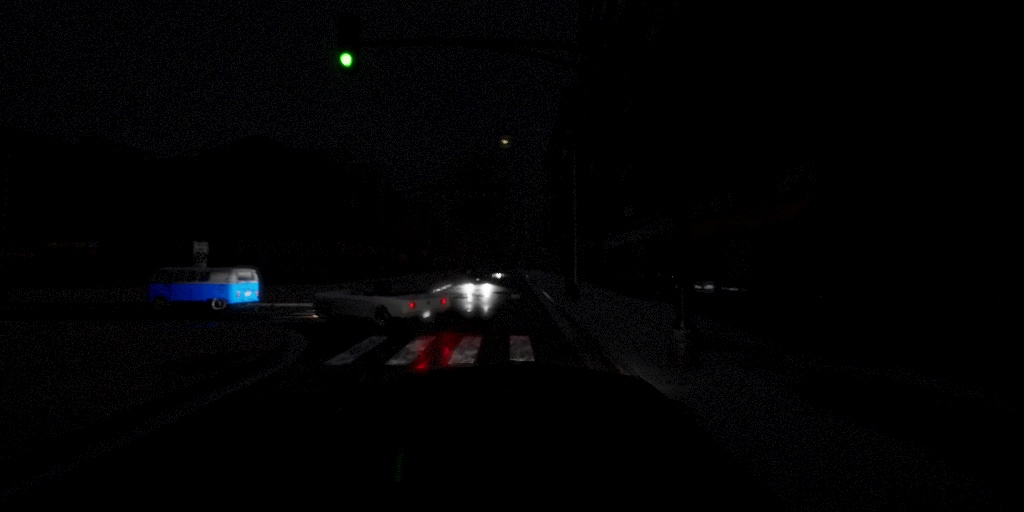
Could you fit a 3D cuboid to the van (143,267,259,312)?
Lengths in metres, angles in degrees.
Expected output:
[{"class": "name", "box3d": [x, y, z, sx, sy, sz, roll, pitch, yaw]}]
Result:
[{"class": "van", "box3d": [-12.925, 1.362, 15.018, 3.998, 1.789, 1.690, 0, 0, 0]}]

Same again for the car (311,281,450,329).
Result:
[{"class": "car", "box3d": [-4.391, 1.442, 11.646, 4.718, 1.301, 1.895, -1, -2, 32]}]

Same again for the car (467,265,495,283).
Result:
[{"class": "car", "box3d": [-2.846, 1.700, 32.176, 1.895, 1.301, 4.718, 0, -1, 0]}]

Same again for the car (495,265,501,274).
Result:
[{"class": "car", "box3d": [-2.781, 2.153, 57.454, 1.895, 1.301, 4.718, 0, -1, 1]}]
